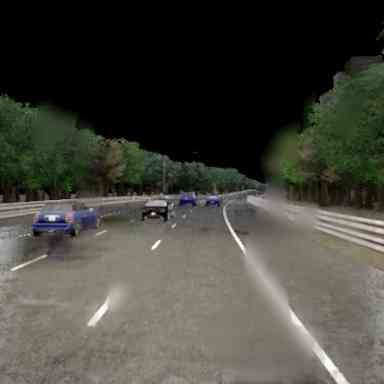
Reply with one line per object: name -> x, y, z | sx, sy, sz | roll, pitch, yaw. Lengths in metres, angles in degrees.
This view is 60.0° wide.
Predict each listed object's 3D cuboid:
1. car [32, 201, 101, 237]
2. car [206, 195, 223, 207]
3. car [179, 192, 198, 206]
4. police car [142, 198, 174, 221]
car -> -6.434, 1.265, 17.632 | 2.097, 1.767, 4.553 | 0, 0, 3
car -> 3.034, 1.257, 47.103 | 1.882, 1.535, 5.008 | 0, -1, 7
car -> -0.483, 1.002, 48.346 | 2.150, 2.045, 5.566 | 0, 0, 7
police car -> -2.517, 1.285, 25.759 | 1.930, 1.638, 5.238 | 0, 1, 4
